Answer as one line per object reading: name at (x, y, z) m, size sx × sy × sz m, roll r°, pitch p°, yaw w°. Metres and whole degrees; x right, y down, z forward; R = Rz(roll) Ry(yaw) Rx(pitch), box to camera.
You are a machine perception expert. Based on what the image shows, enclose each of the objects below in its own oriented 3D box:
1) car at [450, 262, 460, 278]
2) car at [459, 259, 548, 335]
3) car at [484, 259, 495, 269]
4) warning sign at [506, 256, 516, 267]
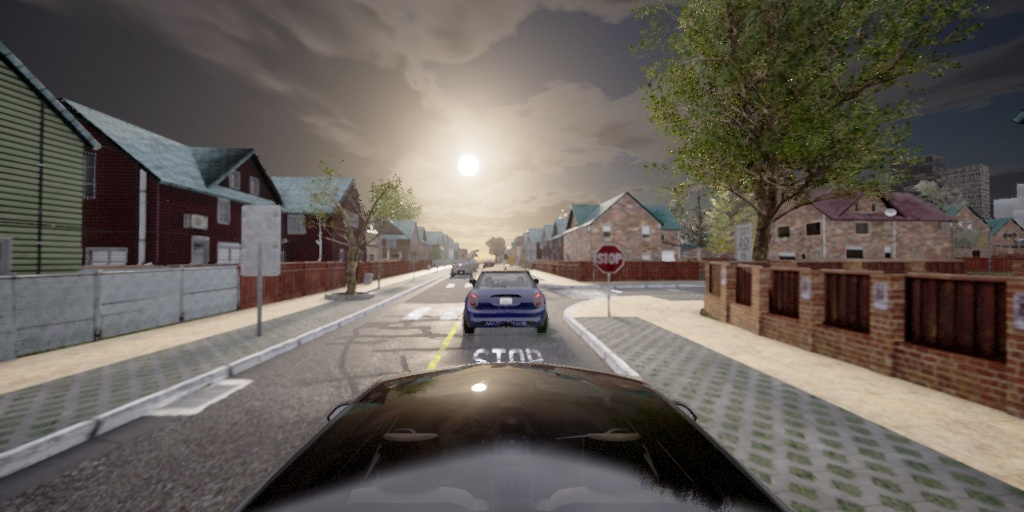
car at (-4.737, 1.305, 34.127) m, size 1.994 × 1.385 × 4.181 m, roll 0°, pitch 0°, yaw -5°
car at (-0.223, 1.088, 10.673) m, size 2.097 × 1.767 × 4.553 m, roll 0°, pitch 0°, yaw -2°
car at (-3.770, 1.331, 60.273) m, size 1.882 × 1.535 × 5.008 m, roll 0°, pitch 0°, yaw -3°
warning sign at (-0.063, 0.888, 43.719) m, size 1.300 × 1.860 × 1.060 m, roll 0°, pitch 0°, yaw -4°
